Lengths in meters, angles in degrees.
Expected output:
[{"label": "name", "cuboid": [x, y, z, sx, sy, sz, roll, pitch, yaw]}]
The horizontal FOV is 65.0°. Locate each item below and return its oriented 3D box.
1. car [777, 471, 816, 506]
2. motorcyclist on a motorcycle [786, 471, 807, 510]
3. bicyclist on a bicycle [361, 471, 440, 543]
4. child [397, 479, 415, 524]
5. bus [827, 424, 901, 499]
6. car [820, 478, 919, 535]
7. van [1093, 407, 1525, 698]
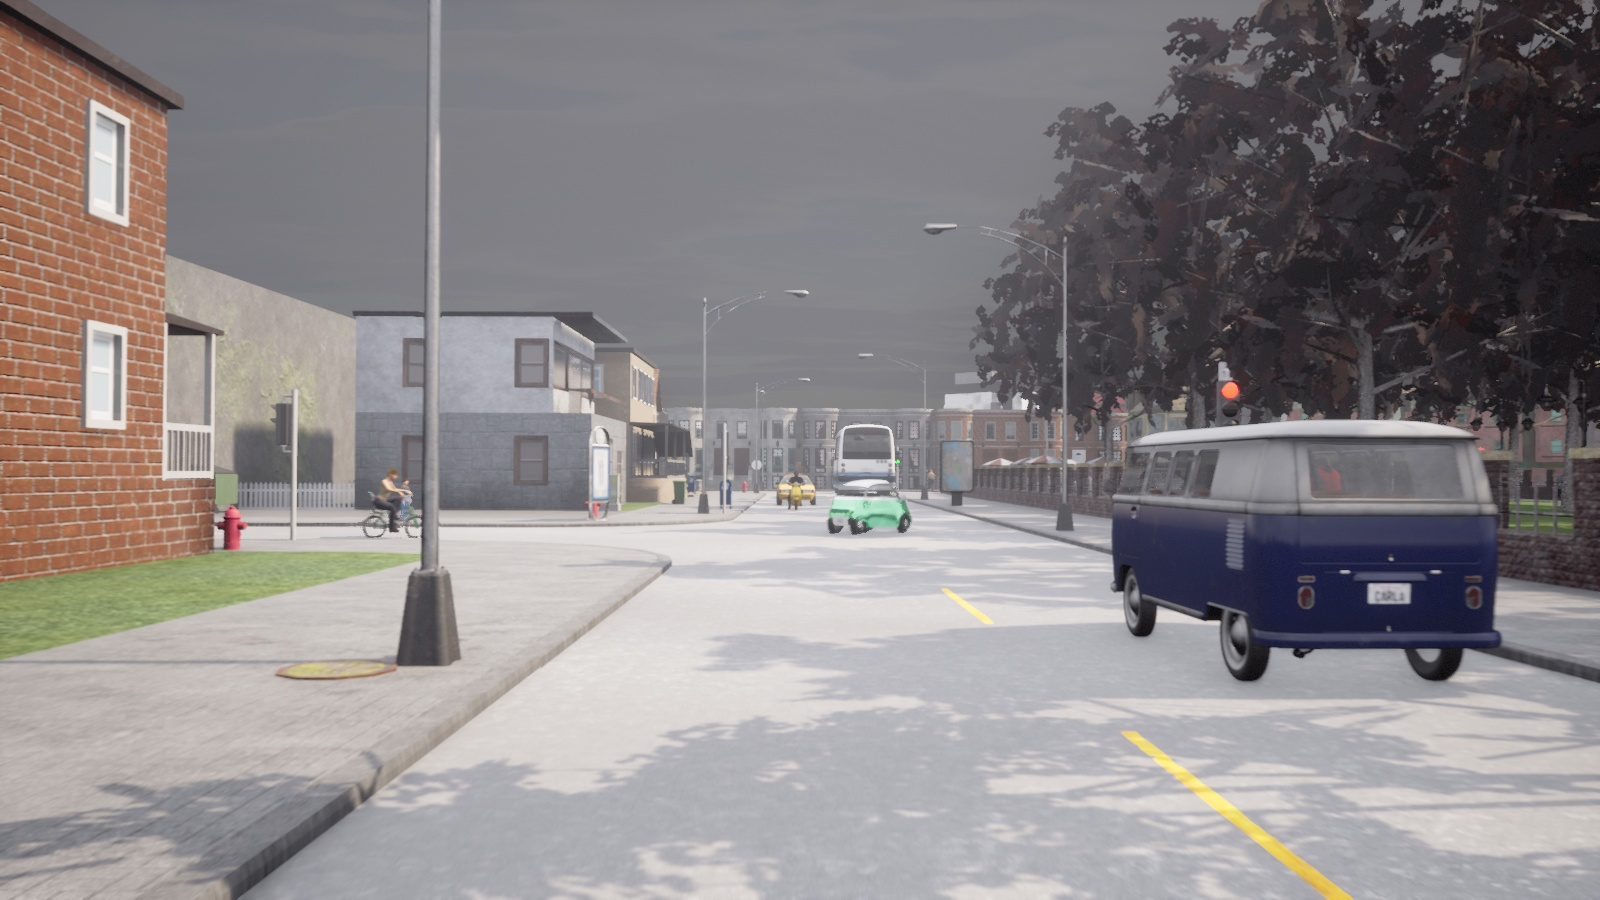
[{"label": "car", "cuboid": [-0.166, 1.789, 60.004, 1.801, 1.575, 5.366, 0, -1, 0]}, {"label": "motorcyclist on a motorcycle", "cuboid": [-0.138, 1.659, 51.627, 0.866, 1.590, 1.817, 0, -1, 0]}, {"label": "bicyclist on a bicycle", "cuboid": [-9.068, 1.280, 28.530, 1.509, 1.612, 0.866, 0, -1, 0]}, {"label": "child", "cuboid": [-11.130, 1.461, 35.465, 0.437, 1.263, 0.270, -1, -1, 33]}, {"label": "bus", "cuboid": [3.784, 0.749, 76.894, 3.944, 4.253, 10.273, 0, -1, 0]}, {"label": "car", "cuboid": [1.787, 1.418, 32.170, 1.481, 1.376, 2.207, 0, 0, 42]}, {"label": "van", "cuboid": [4.035, 0.740, 10.880, 1.775, 1.987, 4.442, 0, -1, -2]}]
